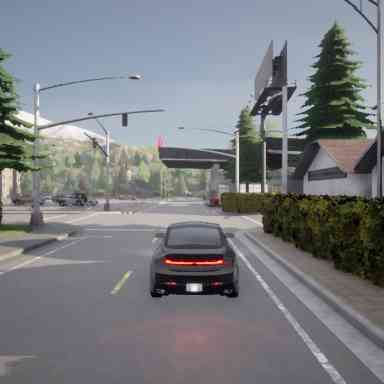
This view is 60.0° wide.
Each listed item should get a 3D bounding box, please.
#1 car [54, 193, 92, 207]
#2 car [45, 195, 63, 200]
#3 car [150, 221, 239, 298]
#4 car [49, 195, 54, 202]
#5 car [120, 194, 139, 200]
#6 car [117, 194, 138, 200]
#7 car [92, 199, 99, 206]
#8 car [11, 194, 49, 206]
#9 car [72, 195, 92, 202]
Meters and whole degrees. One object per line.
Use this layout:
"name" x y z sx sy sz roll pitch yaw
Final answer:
"car" -16.760 1.077 46.950 3.866 1.878 1.905 0 0 0
"car" -35.077 1.384 84.577 3.806 1.475 1.970 0 0 0
"car" 0.061 1.505 8.527 1.837 1.490 4.892 0 0 0
"car" -24.005 1.298 62.653 4.514 1.523 2.007 0 0 0
"car" -16.481 1.339 87.671 4.514 1.523 2.007 0 0 0
"car" -16.411 1.330 84.534 5.027 1.636 2.152 0 0 0
"car" -16.167 1.361 50.278 3.806 1.475 1.970 0 0 0
"car" -24.646 1.097 50.192 4.605 1.855 1.932 0 0 0
"car" -24.018 1.319 72.646 3.633 1.501 1.845 0 0 0
